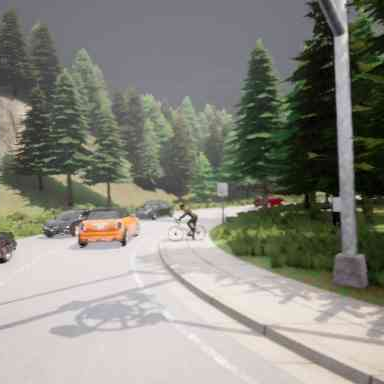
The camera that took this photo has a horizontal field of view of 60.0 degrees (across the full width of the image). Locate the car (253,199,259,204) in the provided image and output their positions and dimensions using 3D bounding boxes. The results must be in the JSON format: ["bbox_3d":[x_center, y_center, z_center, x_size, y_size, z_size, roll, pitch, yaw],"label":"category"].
[{"bbox_3d":[9.877,1.131,42.321,5.008,1.535,1.882,-2,0,-41],"label":"car"}]

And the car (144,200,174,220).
[{"bbox_3d":[-3.462,1.519,29.915,2.097,1.767,4.553,-2,0,25],"label":"car"}]

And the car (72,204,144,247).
[{"bbox_3d":[-3.901,1.520,16.284,2.097,1.767,4.553,-2,0,0],"label":"car"}]

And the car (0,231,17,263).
[{"bbox_3d":[-7.267,1.842,10.407,2.033,1.411,5.357,-2,0,-9],"label":"car"}]

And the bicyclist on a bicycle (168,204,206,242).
[{"bbox_3d":[-0.237,1.321,14.287,1.656,1.620,0.582,-3,0,-2],"label":"bicyclist on a bicycle"}]

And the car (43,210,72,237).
[{"bbox_3d":[-6.978,1.800,20.271,1.837,1.490,4.892,-2,0,14],"label":"car"}]
